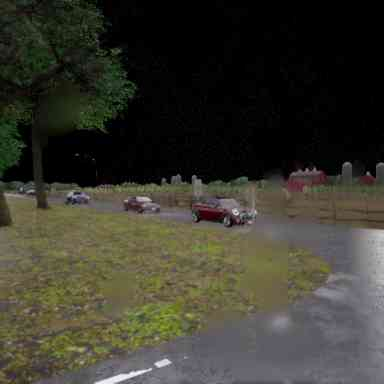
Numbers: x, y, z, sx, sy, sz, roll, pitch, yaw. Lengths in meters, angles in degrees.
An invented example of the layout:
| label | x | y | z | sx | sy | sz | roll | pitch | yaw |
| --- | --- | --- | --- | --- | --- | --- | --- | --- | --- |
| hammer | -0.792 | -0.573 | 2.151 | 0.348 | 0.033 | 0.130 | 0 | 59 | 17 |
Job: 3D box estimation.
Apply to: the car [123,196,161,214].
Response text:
| label | x | y | z | sx | sy | sz | roll | pitch | yaw |
| --- | --- | --- | --- | --- | --- | --- | --- | --- | --- |
| car | -4.607 | 1.095 | 29.775 | 1.812 | 1.442 | 4.674 | -1 | 2 | -36 |

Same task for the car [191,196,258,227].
| label | x | y | z | sx | sy | sz | roll | pitch | yaw |
| --- | --- | --- | --- | --- | --- | --- | --- | --- | --- |
| car | 1.956 | 1.102 | 20.753 | 2.097 | 1.767 | 4.553 | -1 | 2 | -37 |

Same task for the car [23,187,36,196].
| label | x | y | z | sx | sy | sz | roll | pitch | yaw |
| --- | --- | --- | --- | --- | --- | --- | --- | --- | --- |
| car | -40.874 | 0.218 | 84.804 | 1.882 | 1.535 | 5.008 | -1 | 1 | -36 |

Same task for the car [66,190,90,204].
| label | x | y | z | sx | sy | sz | roll | pitch | yaw |
| --- | --- | --- | --- | --- | --- | --- | --- | --- | --- |
| car | -15.391 | 0.661 | 44.742 | 2.097 | 1.767 | 4.553 | -1 | 2 | -35 |
